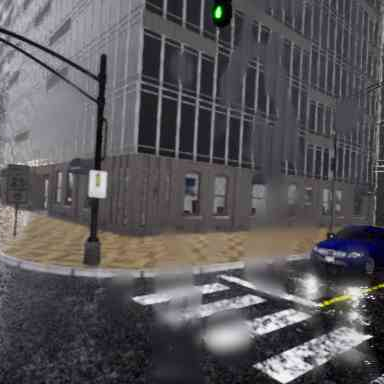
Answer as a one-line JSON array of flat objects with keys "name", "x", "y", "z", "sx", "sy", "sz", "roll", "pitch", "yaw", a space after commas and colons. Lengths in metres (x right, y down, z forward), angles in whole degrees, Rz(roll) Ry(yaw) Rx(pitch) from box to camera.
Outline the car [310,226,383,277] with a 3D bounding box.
[{"name": "car", "x": 6.181, "y": 1.969, "z": 11.984, "sx": 4.674, "sy": 1.442, "sz": 1.812, "roll": 4, "pitch": -1, "yaw": -39}]
